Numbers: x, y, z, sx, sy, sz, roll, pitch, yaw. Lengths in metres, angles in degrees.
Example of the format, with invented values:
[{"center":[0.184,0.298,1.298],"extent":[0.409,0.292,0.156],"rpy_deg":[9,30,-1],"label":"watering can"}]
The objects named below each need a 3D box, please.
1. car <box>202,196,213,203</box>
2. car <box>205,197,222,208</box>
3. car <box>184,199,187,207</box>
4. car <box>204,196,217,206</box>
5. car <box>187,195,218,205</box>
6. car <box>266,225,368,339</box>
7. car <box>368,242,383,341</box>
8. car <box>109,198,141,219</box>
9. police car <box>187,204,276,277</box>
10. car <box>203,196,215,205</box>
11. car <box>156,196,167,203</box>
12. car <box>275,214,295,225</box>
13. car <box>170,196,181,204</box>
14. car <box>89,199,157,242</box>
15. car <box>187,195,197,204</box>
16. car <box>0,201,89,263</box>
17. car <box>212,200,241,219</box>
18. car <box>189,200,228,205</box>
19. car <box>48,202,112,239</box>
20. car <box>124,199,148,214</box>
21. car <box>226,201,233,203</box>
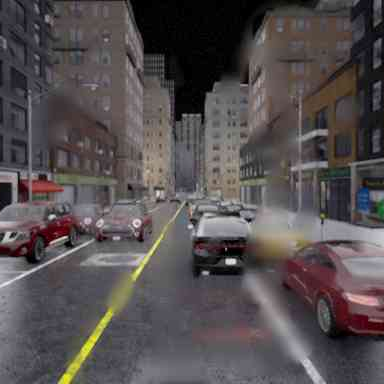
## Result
[{"center":[2.857,1.377,62.198],"extent":[1.802,1.307,4.206],"rpy_deg":[-1,0,0],"label":"car"},{"center":[2.856,1.407,45.440],"extent":[2.008,1.369,4.403],"rpy_deg":[-1,0,0],"label":"car"},{"center":[0.000,1.354,47.571],"extent":[1.837,1.490,4.892],"rpy_deg":[0,0,0],"label":"car"},{"center":[2.856,1.361,51.196],"extent":[1.752,1.417,4.829],"rpy_deg":[-1,0,0],"label":"car"},{"center":[0.829,1.273,26.114],"extent":[2.097,1.767,4.553],"rpy_deg":[0,0,-1],"label":"car"},{"center":[2.854,1.563,6.339],"extent":[1.802,1.307,4.206],"rpy_deg":[-1,0,0],"label":"car"},{"center":[2.850,1.312,0.753],"extent":[2.192,1.841,5.009],"rpy_deg":[-1,0,0],"label":"car"},{"center":[-5.684,1.354,28.681],"extent":[1.967,1.590,4.097],"rpy_deg":[-1,0,0],"label":"car"},{"center":[0.897,1.395,10.262],"extent":[1.930,1.638,5.238],"rpy_deg":[0,0,0],"label":"police car"},{"center":[2.857,1.382,56.612],"extent":[1.947,1.339,4.313],"rpy_deg":[-1,0,0],"label":"car"},{"center":[-5.688,1.341,62.195],"extent":[1.887,1.381,4.507],"rpy_deg":[-1,0,0],"label":"car"},{"center":[2.853,1.489,12.095],"extent":[1.752,1.417,4.829],"rpy_deg":[-1,0,0],"label":"car"},{"center":[-3.012,1.460,60.038],"extent":[1.895,1.301,4.718],"rpy_deg":[0,0,0],"label":"car"},{"center":[-3.104,1.305,15.915],"extent":[2.097,1.767,4.553],"rpy_deg":[0,0,0],"label":"car"},{"center":[-0.012,1.276,61.329],"extent":[1.882,1.535,5.008],"rpy_deg":[0,0,0],"label":"car"},{"center":[-5.683,1.281,11.923],"extent":[2.192,1.841,5.009],"rpy_deg":[-1,0,0],"label":"car"},{"center":[2.855,1.463,28.683],"extent":[2.008,1.369,4.403],"rpy_deg":[-1,0,0],"label":"car"},{"center":[0.895,1.445,20.152],"extent":[1.837,1.490,4.892],"rpy_deg":[0,0,0],"label":"car"},{"center":[-5.682,1.389,17.509],"extent":[1.967,1.590,4.097],"rpy_deg":[-1,0,0],"label":"car"},{"center":[-5.683,1.478,34.267],"extent":[1.802,1.307,4.206],"rpy_deg":[-1,0,0],"label":"car"},{"center":[2.855,1.496,23.097],"extent":[1.947,1.339,4.313],"rpy_deg":[-1,0,0],"label":"car"}]
